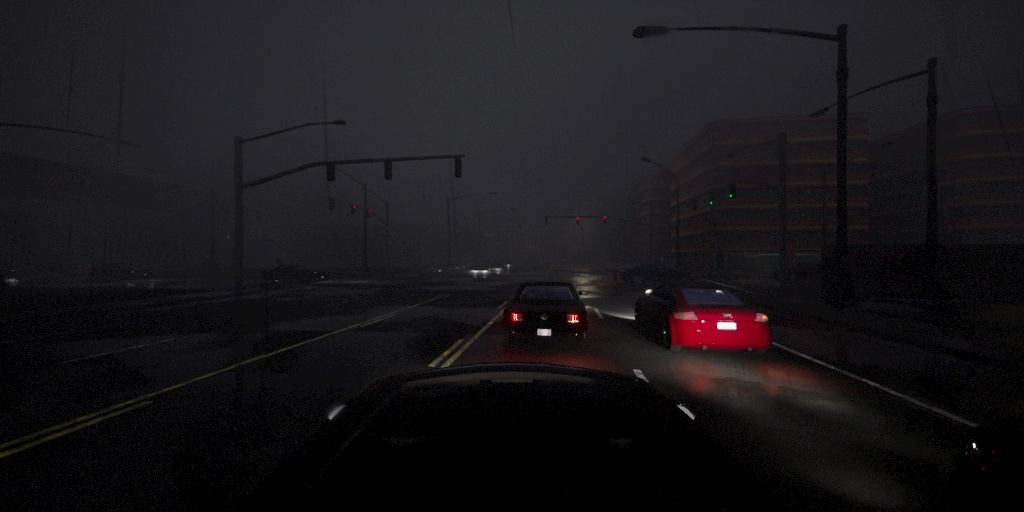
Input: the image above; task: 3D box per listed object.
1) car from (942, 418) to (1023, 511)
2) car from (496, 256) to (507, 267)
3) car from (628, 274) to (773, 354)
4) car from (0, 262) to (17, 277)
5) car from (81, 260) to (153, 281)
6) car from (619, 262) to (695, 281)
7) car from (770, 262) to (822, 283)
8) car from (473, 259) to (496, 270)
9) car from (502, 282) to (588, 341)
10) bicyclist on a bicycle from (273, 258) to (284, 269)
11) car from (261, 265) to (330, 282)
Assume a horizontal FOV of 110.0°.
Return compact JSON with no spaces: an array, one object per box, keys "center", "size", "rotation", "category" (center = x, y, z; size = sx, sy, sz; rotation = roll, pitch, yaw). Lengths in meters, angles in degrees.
[{"center":[3.640,1.241,0.197],"size":[2.128,1.511,4.902],"rotation":[0,0,1],"category":"car"},{"center":[-2.547,1.085,58.552],"size":[1.895,1.301,4.718],"rotation":[0,1,8],"category":"car"},{"center":[4.398,1.317,8.910],"size":[1.994,1.385,4.181],"rotation":[0,0,7],"category":"car"},{"center":[-48.376,1.261,33.576],"size":[4.892,1.490,1.837],"rotation":[0,1,28],"category":"car"},{"center":[-33.077,1.282,30.323],"size":[4.674,1.442,1.812],"rotation":[0,0,7],"category":"car"},{"center":[10.186,1.217,25.308],"size":[5.008,1.535,1.882],"rotation":[0,0,7],"category":"car"},{"center":[22.797,1.239,27.590],"size":[5.008,1.535,1.882],"rotation":[0,0,7],"category":"car"},{"center":[-3.891,1.193,48.698],"size":[1.994,1.385,4.181],"rotation":[0,1,8],"category":"car"},{"center":[0.994,1.354,9.909],"size":[1.895,1.301,4.718],"rotation":[0,0,8],"category":"car"},{"center":[-26.430,1.065,40.570],"size":[0.582,1.620,1.656],"rotation":[0,0,7],"category":"bicyclist on a bicycle"},{"center":[-17.091,1.359,28.433],"size":[4.718,1.301,1.895],"rotation":[0,0,7],"category":"car"}]
